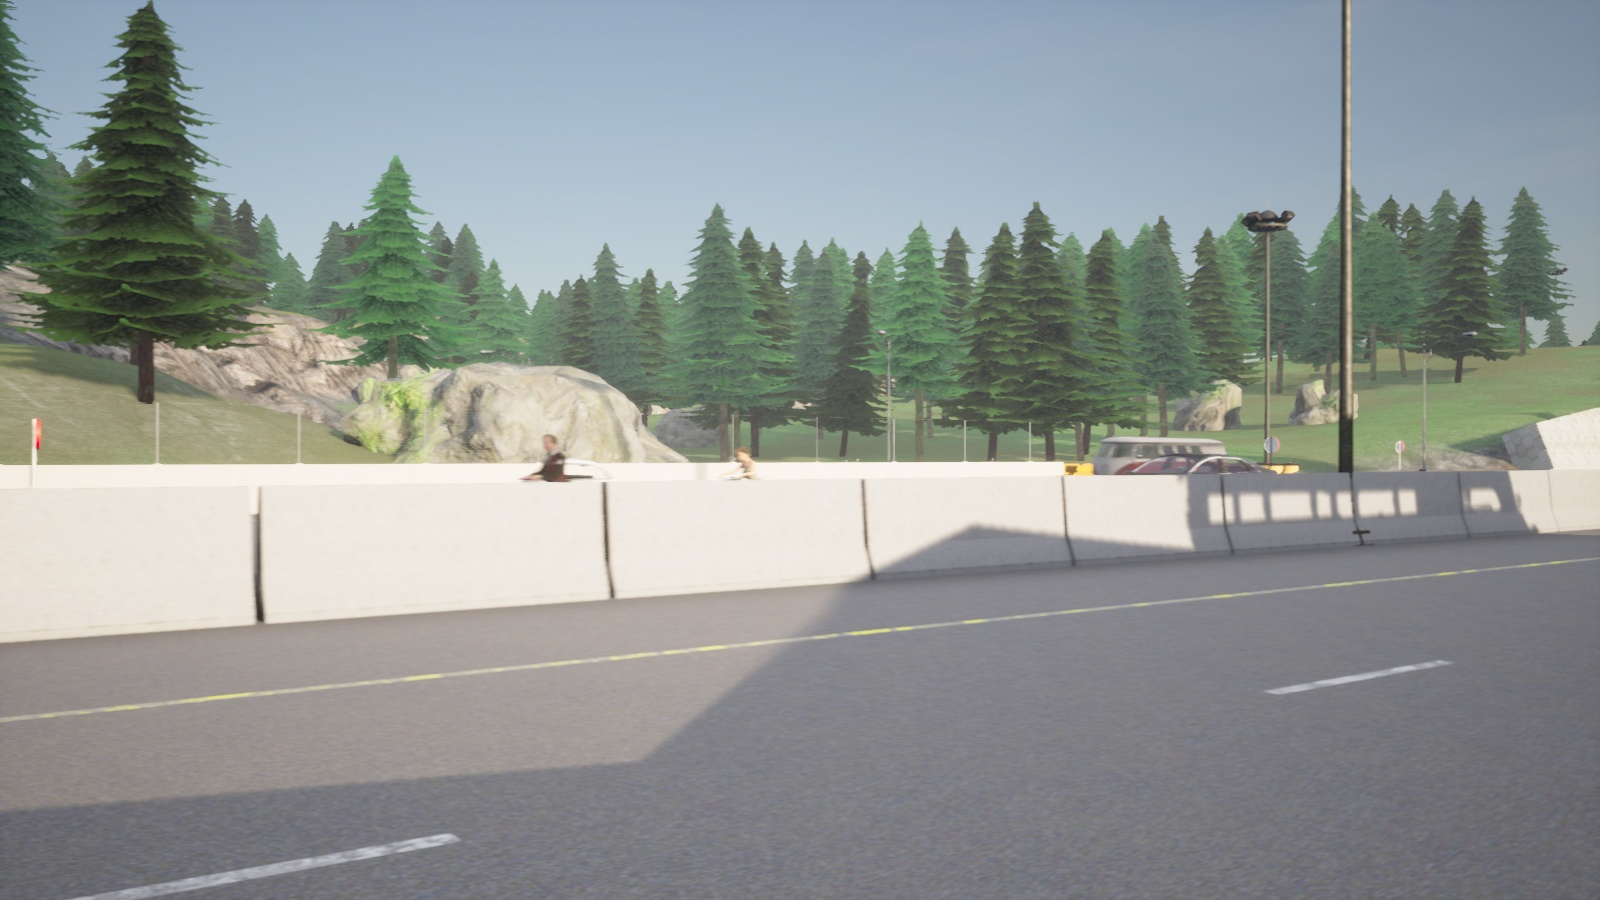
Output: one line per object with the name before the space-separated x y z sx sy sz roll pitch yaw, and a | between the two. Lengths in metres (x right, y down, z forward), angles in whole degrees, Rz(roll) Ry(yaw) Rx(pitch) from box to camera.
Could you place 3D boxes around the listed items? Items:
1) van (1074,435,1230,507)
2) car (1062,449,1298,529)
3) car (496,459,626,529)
van | 10.271 0.567 36.544 4.442 1.987 1.775 0 1 -31
car | 8.012 0.746 26.289 4.902 1.511 2.128 0 0 -35
car | -4.914 0.874 25.824 2.207 1.376 1.481 0 0 -35
